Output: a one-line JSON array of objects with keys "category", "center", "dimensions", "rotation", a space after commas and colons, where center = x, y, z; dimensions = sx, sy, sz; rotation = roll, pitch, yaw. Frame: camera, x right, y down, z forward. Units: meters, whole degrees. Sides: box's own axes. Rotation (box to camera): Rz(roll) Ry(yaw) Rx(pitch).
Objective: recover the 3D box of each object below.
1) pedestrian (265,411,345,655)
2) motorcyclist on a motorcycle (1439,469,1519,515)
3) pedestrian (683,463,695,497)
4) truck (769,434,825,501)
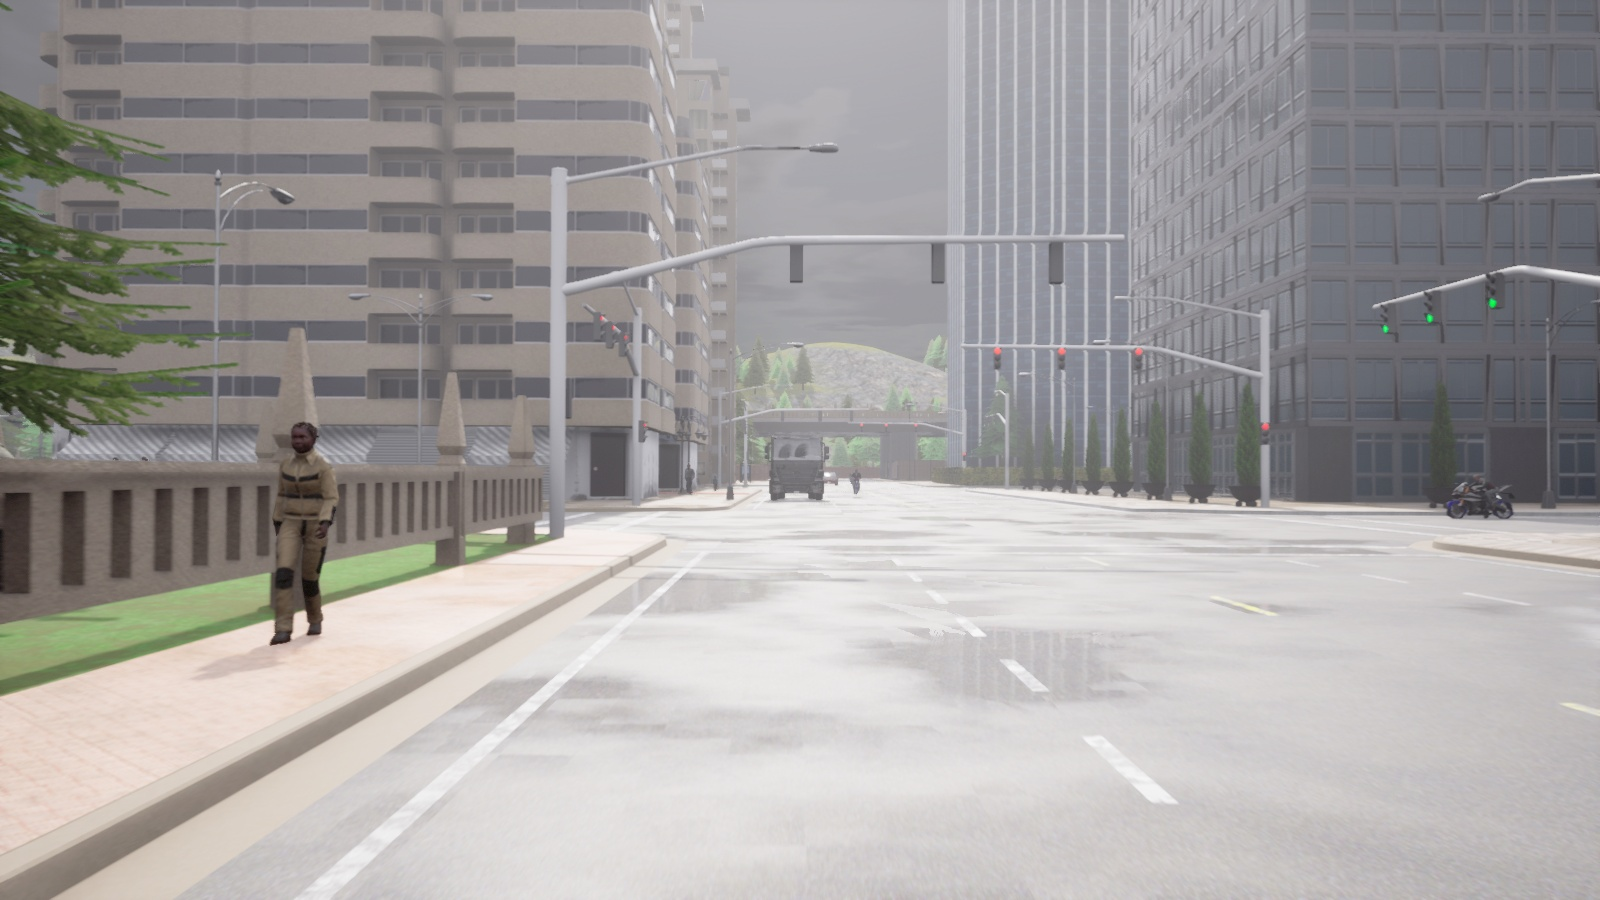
[{"category": "pedestrian", "center": [-4.051, 0.662, 10.303], "dimensions": [0.396, 1.930, 0.692], "rotation": [0, -1, -2]}, {"category": "motorcyclist on a motorcycle", "center": [22.809, 1.409, 42.200], "dimensions": [2.191, 1.530, 0.866], "rotation": [0, -1, 0]}, {"category": "pedestrian", "center": [-6.434, 1.718, 72.839], "dimensions": [0.423, 1.949, 0.788], "rotation": [0, -1, 15]}, {"category": "truck", "center": [-0.169, 0.986, 68.853], "dimensions": [2.891, 3.462, 7.936], "rotation": [0, -1, 0]}]
